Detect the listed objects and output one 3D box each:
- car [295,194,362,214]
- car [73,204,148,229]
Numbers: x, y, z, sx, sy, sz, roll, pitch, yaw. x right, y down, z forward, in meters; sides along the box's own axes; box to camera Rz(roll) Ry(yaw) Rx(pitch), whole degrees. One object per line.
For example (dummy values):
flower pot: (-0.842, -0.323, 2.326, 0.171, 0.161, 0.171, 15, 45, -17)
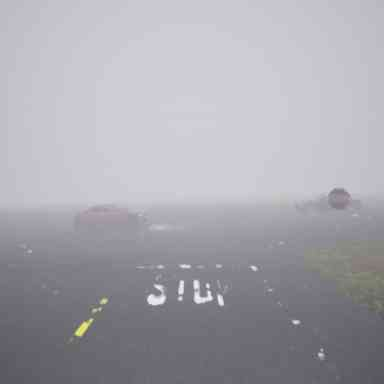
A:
car: (10.764, 0.902, 26.385, 5.008, 1.535, 1.882, -2, 2, 0)
car: (-4.710, 1.383, 19.435, 4.181, 1.385, 1.994, -2, 1, 0)
